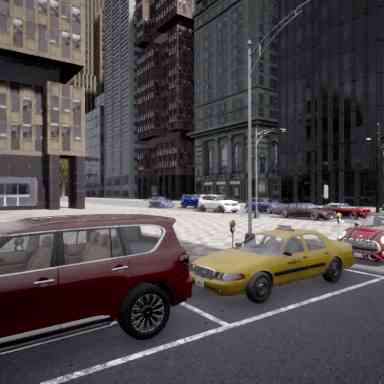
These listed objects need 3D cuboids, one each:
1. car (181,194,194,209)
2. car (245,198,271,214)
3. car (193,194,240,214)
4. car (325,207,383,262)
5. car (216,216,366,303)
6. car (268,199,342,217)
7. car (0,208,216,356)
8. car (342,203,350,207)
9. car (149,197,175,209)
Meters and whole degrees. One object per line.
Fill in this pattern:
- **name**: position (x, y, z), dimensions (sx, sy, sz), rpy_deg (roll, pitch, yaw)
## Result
- **car**: position (0.583, 1.335, 46.640), dimensions (2.150, 2.045, 5.566), rpy_deg (0, 0, -36)
- **car**: position (7.971, 1.425, 36.328), dimensions (2.097, 1.767, 4.553), rpy_deg (0, 0, -36)
- **car**: position (2.939, 1.320, 37.762), dimensions (2.150, 2.045, 5.566), rpy_deg (0, 0, -36)
- **car**: position (6.795, 1.439, 11.540), dimensions (4.097, 1.590, 1.967), rpy_deg (0, 0, -36)
- **car**: position (2.105, 1.525, 8.174), dimensions (4.829, 1.417, 1.752), rpy_deg (0, 0, -36)
- **car**: position (9.538, 1.613, 28.553), dimensions (2.033, 1.411, 5.357), rpy_deg (0, 0, -36)
- **car**: position (-2.309, 1.315, 5.008), dimensions (5.009, 1.841, 2.192), rpy_deg (0, 0, -36)
- **car**: position (13.106, 1.648, 29.154), dimensions (1.895, 1.301, 4.718), rpy_deg (0, 0, -36)
- **car**: position (-4.375, 1.488, 48.001), dimensions (2.097, 1.767, 4.553), rpy_deg (0, 0, -35)
